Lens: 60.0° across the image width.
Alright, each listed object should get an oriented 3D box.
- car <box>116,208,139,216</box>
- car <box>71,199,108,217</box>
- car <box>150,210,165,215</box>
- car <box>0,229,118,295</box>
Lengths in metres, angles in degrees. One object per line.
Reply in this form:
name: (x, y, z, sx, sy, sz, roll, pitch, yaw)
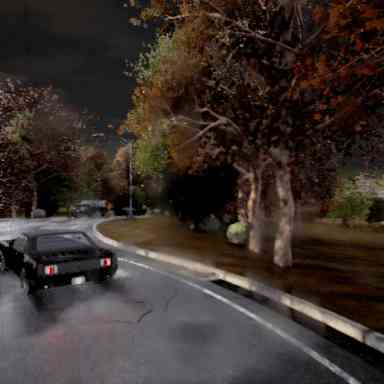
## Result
car: (-9.675, 2.995, 50.258, 1.895, 1.301, 4.718, 0, -5, 11)
car: (-11.851, 1.863, 38.885, 2.150, 2.045, 5.566, 0, -3, 12)
car: (-6.728, 4.183, 65.336, 1.882, 1.535, 5.008, 0, -5, 11)
car: (-3.875, 1.668, 9.032, 1.895, 1.301, 4.718, 0, 0, -39)
